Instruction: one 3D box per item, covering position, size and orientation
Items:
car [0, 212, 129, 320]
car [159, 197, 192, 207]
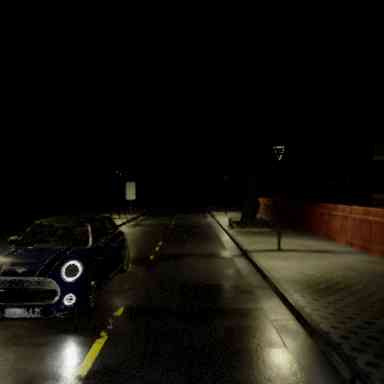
[{"bbox_3d":[-2.850,1.347,7.587,2.097,1.767,4.553,0,0,0],"label":"car"},{"bbox_3d":[-2.357,1.492,48.406,4.892,1.490,1.837,0,0,-20],"label":"car"}]
